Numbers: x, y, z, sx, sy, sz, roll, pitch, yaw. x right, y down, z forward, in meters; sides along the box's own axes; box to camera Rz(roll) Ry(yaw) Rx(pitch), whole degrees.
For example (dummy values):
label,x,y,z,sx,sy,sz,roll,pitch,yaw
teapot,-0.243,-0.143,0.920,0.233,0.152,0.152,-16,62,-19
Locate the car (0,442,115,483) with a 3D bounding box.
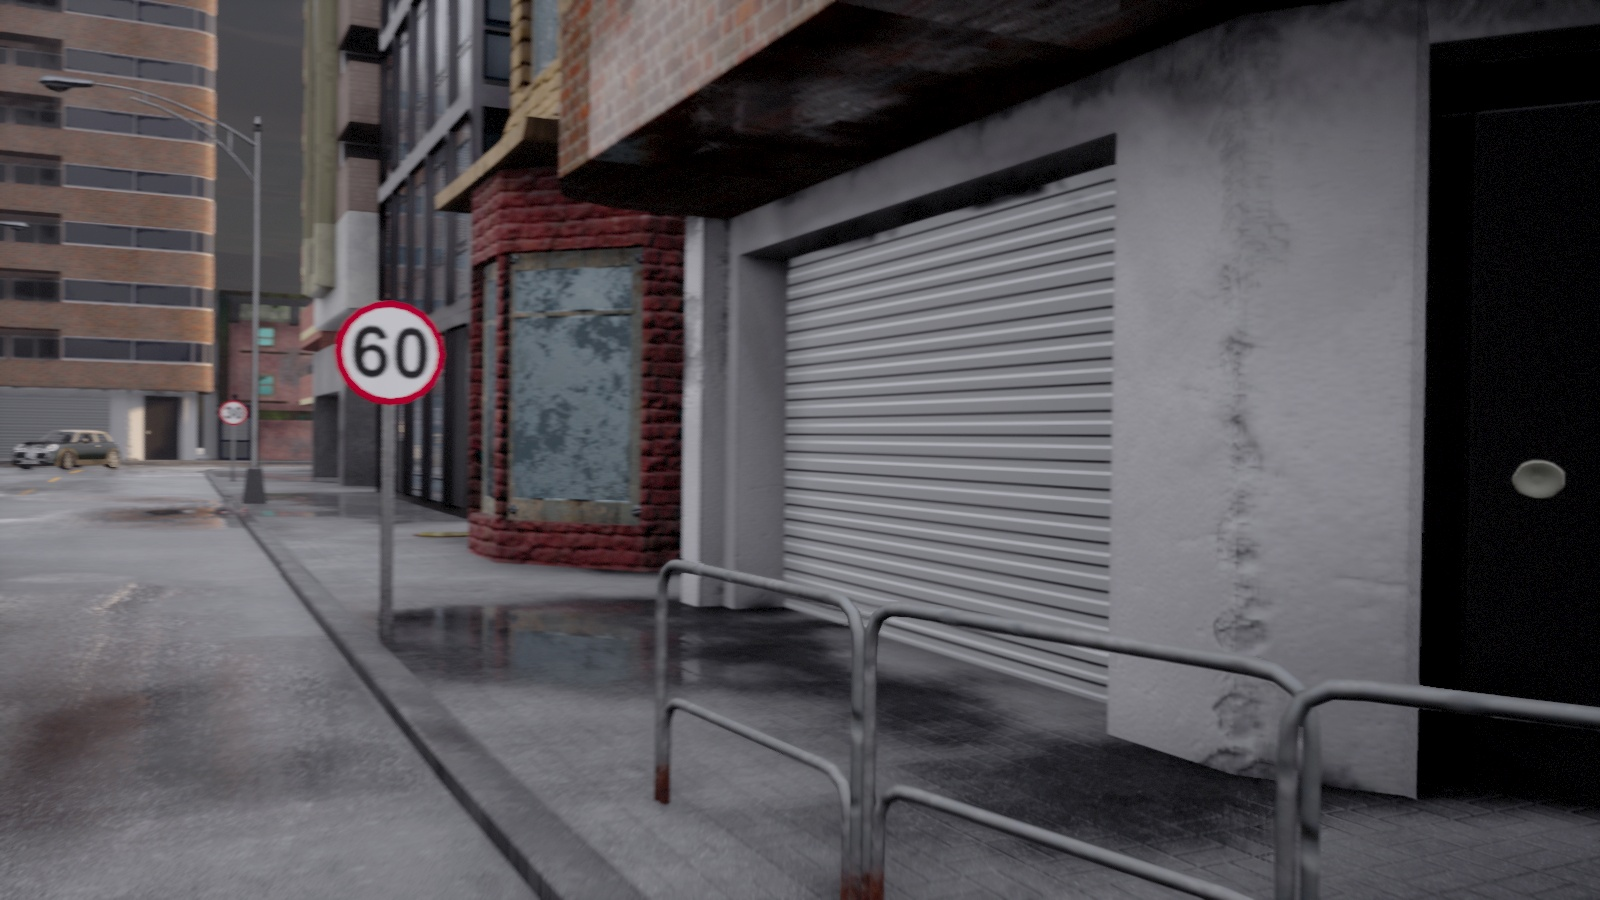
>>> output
label,x,y,z,sx,sy,sz,roll,pitch,yaw
car,-27.753,0.439,46.876,1.970,1.475,3.806,0,0,8
